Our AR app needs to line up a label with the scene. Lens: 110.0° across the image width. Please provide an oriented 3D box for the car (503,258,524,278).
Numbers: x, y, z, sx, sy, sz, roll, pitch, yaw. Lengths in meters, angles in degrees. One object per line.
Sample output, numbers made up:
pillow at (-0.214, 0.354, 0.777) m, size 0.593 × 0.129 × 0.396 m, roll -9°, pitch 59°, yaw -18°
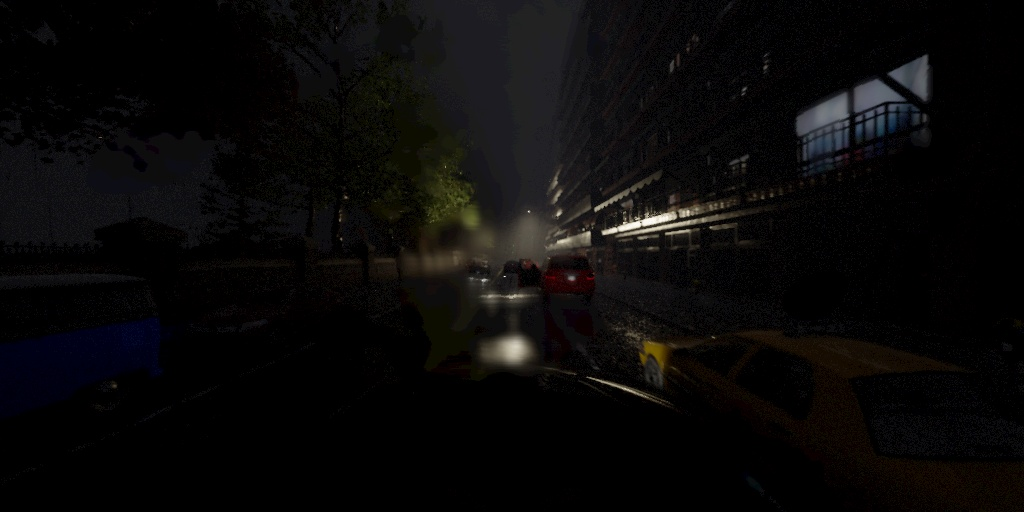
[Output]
car at (0.032, 1.265, 39.164) m, size 1.882 × 1.535 × 5.008 m, roll 0°, pitch 0°, yaw 0°

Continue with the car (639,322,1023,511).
car at (2.691, 1.277, 3.448) m, size 1.751 × 1.417 × 4.829 m, roll 0°, pitch 0°, yaw 0°

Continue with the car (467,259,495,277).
car at (-3.096, 1.274, 35.448) m, size 2.128 × 1.511 × 4.902 m, roll 0°, pitch 0°, yaw 0°

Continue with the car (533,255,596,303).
car at (2.393, 0.983, 16.960) m, size 2.150 × 2.045 × 5.566 m, roll 0°, pitch 0°, yaw 0°

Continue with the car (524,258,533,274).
car at (2.687, 1.347, 48.320) m, size 1.888 × 1.381 × 4.507 m, roll 0°, pitch 0°, yaw 0°

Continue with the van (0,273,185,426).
van at (-5.689, 1.092, 3.276) m, size 1.690 × 1.789 × 3.998 m, roll 0°, pitch 0°, yaw 0°

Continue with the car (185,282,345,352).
car at (-5.690, 1.337, 8.907) m, size 1.802 × 1.307 × 4.207 m, roll 0°, pitch 0°, yaw 0°
